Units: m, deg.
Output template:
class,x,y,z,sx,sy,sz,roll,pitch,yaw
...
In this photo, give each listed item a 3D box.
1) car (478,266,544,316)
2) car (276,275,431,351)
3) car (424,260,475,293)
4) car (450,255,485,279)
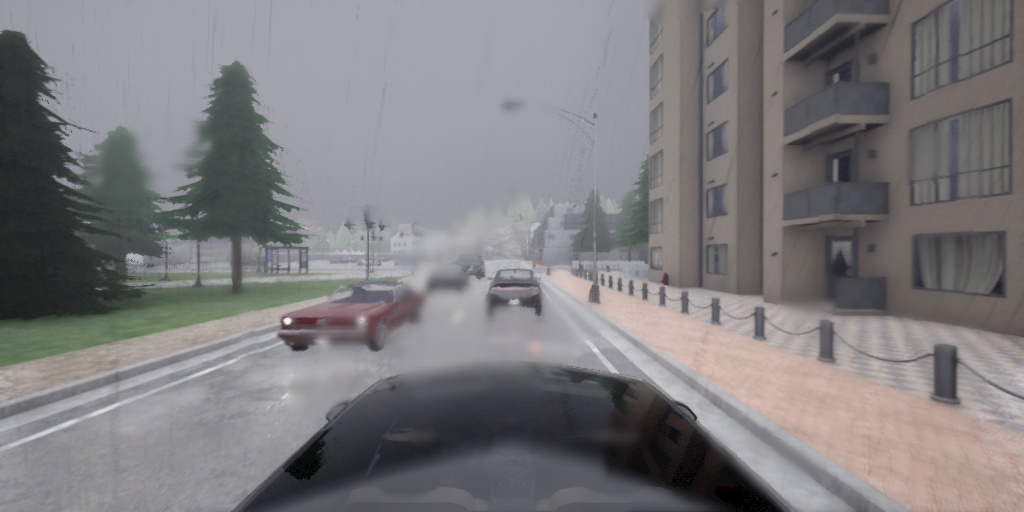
class,x,y,z,sx,sy,sz,roll,pitch,yaw
car,0.110,1.209,13.249,2.128,1.511,4.902,0,0,0
car,-3.590,1.328,9.031,1.895,1.301,4.718,0,0,0
car,-3.474,1.173,20.473,1.882,1.535,5.008,0,0,0
car,-3.474,0.890,30.348,2.150,2.045,5.566,0,0,0
